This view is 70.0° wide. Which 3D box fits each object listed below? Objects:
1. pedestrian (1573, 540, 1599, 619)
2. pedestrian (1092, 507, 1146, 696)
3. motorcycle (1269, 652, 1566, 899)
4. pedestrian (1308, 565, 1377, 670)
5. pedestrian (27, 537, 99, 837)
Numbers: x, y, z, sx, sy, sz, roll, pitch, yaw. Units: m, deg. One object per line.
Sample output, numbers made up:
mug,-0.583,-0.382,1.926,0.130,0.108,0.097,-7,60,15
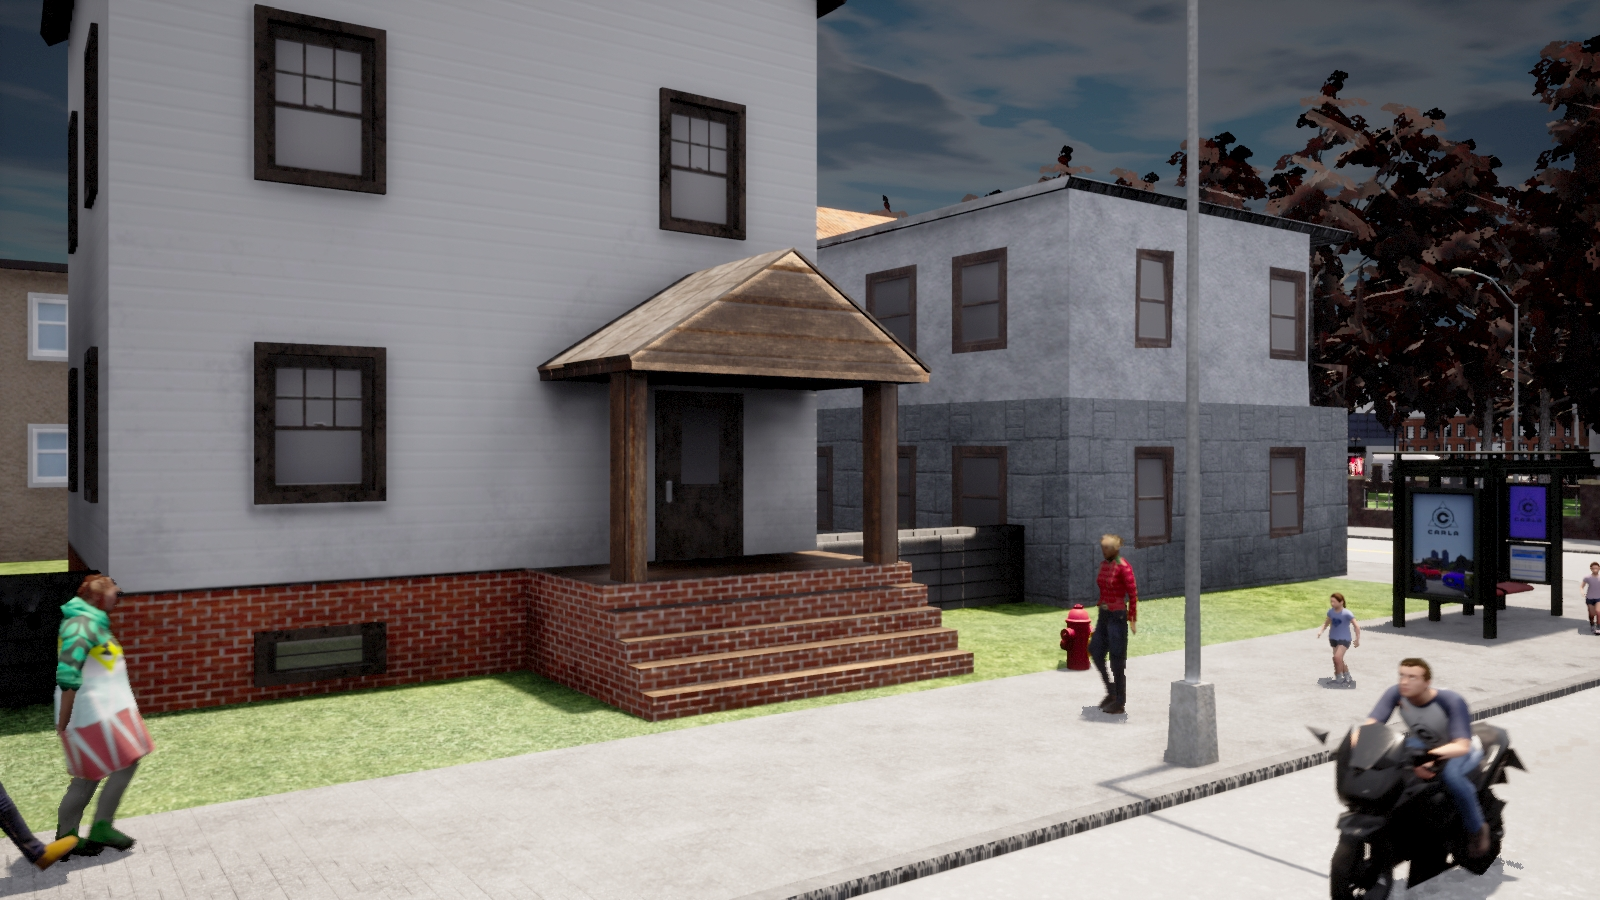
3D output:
pedestrian,11.665,1.896,16.763,0.500,1.100,0.500,0,0,39
pedestrian,3.252,1.523,11.643,0.375,1.860,0.375,0,0,-24
motorcycle,3.883,1.993,7.119,2.033,1.145,0.803,0,0,-35
pedestrian,6.187,1.897,13.036,0.500,1.100,0.500,0,0,-24
pedestrian,-4.848,1.524,7.514,0.375,1.860,0.375,0,0,-36
